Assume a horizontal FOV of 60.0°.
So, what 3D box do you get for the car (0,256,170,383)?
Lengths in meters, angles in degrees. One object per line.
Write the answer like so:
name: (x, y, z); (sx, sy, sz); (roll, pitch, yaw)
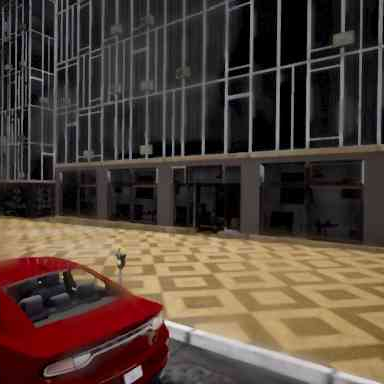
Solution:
car: (-2.352, 1.542, 4.345); (4.507, 1.381, 1.887); (0, 1, 36)
